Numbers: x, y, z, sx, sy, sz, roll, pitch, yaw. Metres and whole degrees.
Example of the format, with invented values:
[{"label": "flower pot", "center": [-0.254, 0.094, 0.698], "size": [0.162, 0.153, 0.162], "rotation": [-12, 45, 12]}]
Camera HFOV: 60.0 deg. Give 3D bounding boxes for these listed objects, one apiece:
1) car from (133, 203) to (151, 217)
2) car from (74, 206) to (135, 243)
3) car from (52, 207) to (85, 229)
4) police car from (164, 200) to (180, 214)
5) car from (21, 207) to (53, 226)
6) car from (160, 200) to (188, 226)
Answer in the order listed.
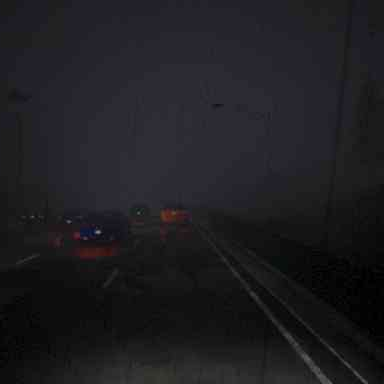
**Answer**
[{"label": "car", "center": [-5.658, 1.942, 36.597], "size": [1.837, 1.490, 4.892], "rotation": [0, 0, -4]}, {"label": "car", "center": [-4.401, 1.694, 17.505], "size": [1.882, 1.535, 5.008], "rotation": [0, -1, -3]}, {"label": "car", "center": [-8.341, 1.838, 24.436], "size": [1.812, 1.442, 4.674], "rotation": [0, -1, -3]}, {"label": "police car", "center": [-2.726, 1.923, 43.447], "size": [1.930, 1.638, 5.238], "rotation": [0, 0, -5]}, {"label": "car", "center": [-12.012, 1.908, 27.195], "size": [2.033, 1.411, 5.357], "rotation": [0, -1, -4]}, {"label": "car", "center": [-1.459, 1.656, 26.616], "size": [2.097, 1.767, 4.553], "rotation": [0, -1, -4]}]
